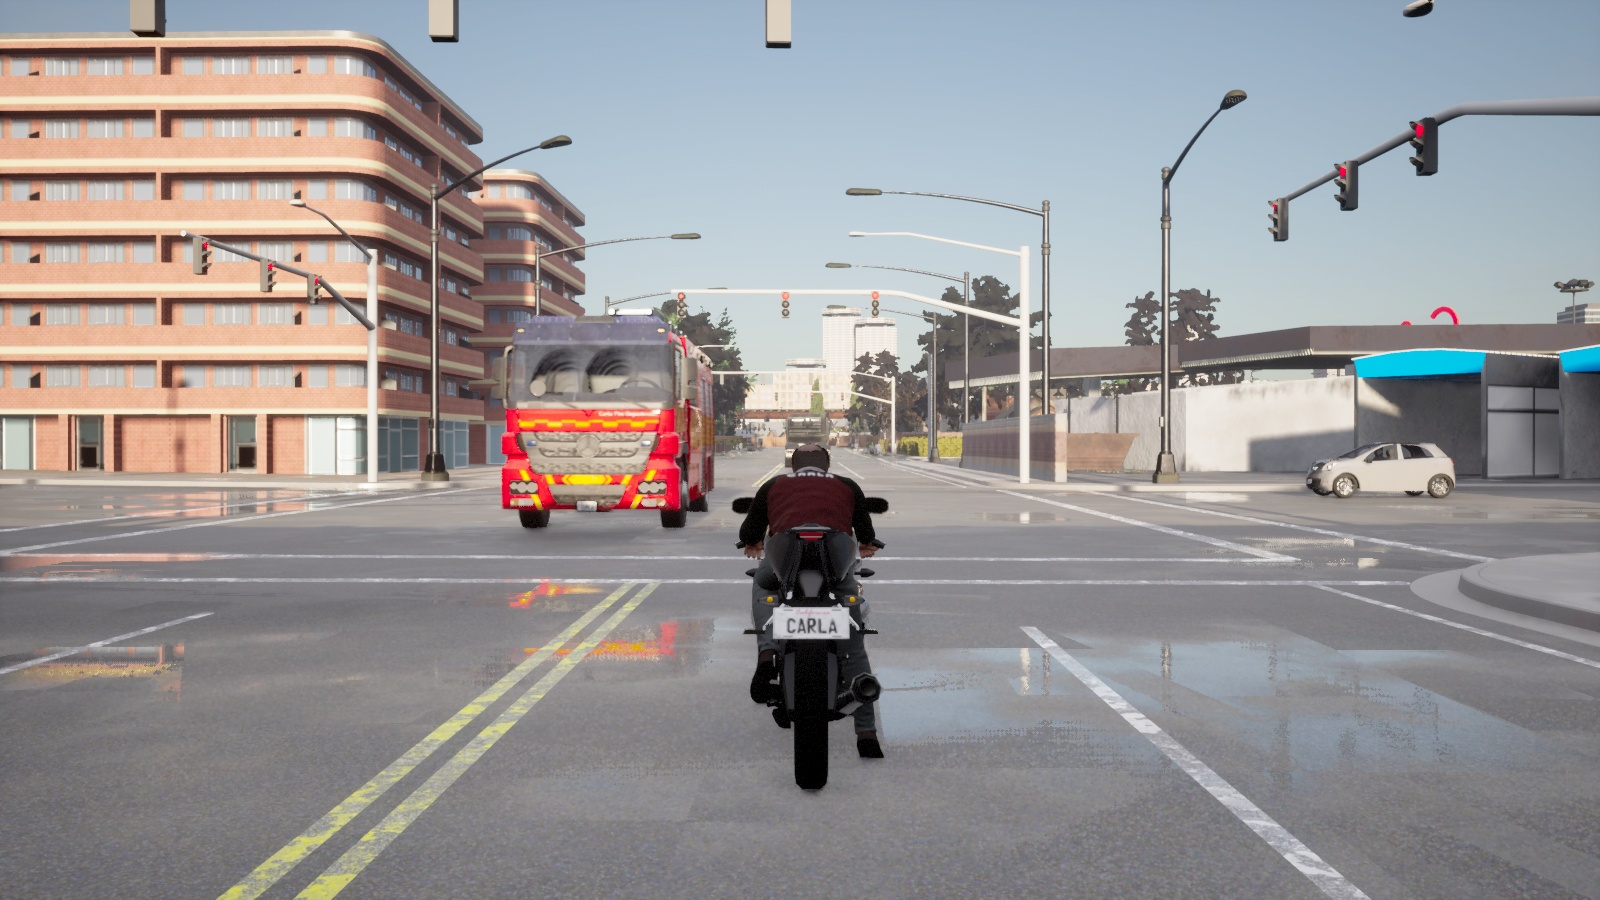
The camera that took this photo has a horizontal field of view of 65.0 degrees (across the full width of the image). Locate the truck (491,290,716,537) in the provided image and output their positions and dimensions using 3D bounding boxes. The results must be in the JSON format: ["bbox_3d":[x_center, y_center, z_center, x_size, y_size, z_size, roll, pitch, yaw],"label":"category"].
[{"bbox_3d":[-3.346,-0.590,23.788,2.891,3.827,8.468,0,0,0],"label":"truck"}]

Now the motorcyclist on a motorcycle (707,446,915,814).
[{"bbox_3d":[0.052,0.746,6.329,0.866,1.530,2.191,0,0,0],"label":"motorcyclist on a motorcycle"}]

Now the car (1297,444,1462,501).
[{"bbox_3d":[15.650,0.581,34.043,3.633,1.501,1.845,0,0,1],"label":"car"}]

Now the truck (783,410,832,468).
[{"bbox_3d":[0.466,-0.678,78.471,2.891,3.462,7.936,0,0,0],"label":"truck"}]
